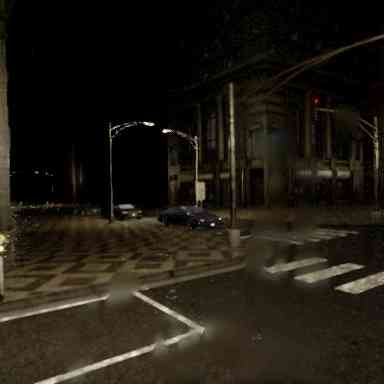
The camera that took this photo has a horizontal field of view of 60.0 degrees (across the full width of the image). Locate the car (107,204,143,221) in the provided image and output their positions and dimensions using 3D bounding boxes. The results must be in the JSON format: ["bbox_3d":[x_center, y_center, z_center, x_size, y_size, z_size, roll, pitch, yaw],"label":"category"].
[{"bbox_3d":[-6.107,1.783,29.894,1.994,1.385,4.181,-2,0,-36],"label":"car"}]

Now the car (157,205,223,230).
[{"bbox_3d":[-0.328,1.590,21.836,2.033,1.411,5.357,-2,0,-36],"label":"car"}]

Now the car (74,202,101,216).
[{"bbox_3d":[-12.045,1.906,38.184,1.837,1.490,4.892,-2,0,-36],"label":"car"}]
